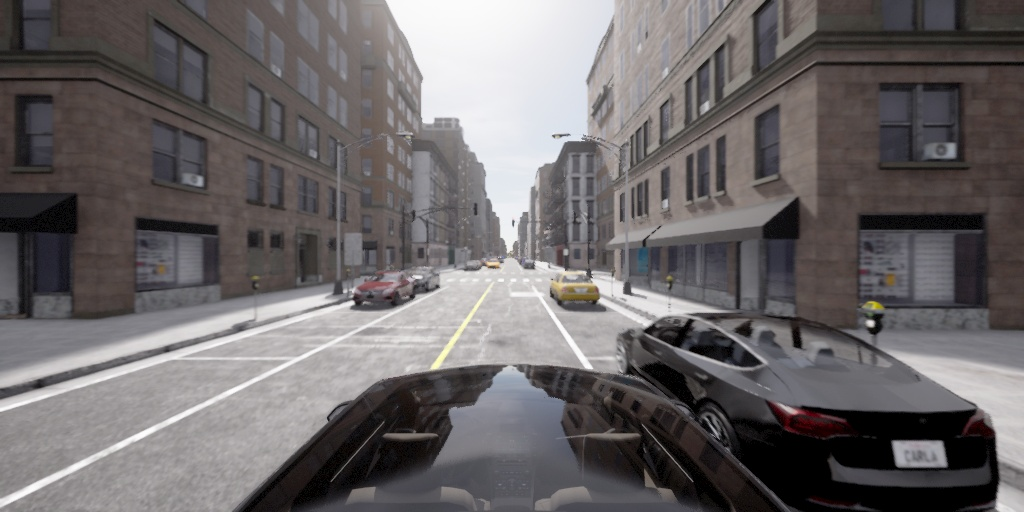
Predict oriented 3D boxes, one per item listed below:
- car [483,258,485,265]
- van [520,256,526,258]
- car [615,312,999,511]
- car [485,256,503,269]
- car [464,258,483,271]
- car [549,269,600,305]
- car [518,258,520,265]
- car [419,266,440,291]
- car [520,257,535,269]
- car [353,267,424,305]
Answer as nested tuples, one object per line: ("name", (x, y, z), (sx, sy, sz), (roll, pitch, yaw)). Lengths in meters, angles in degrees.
("car", (-5.457, 1.241, 53.545), (1.751, 1.417, 4.829), (0, 0, 0))
("van", (2.571, 1.052, 59.132), (1.690, 1.789, 3.998), (0, 0, 0))
("car", (2.635, 1.314, 4.401), (1.948, 1.339, 4.313), (0, 0, 0))
("car", (-2.813, 1.234, 54.150), (1.882, 1.535, 5.008), (0, 1, 0))
("car", (-5.446, 1.270, 48.309), (2.007, 1.370, 4.403), (0, 0, 0))
("car", (2.621, 1.268, 15.933), (1.751, 1.417, 4.829), (0, 0, 0))
("car", (2.566, 1.289, 64.539), (1.802, 1.307, 4.207), (0, 0, 0))
("car", (-5.411, 1.289, 21.433), (2.007, 1.370, 4.403), (0, 0, 0))
("car", (2.577, 1.266, 53.726), (2.007, 1.370, 4.403), (0, 0, 0))
("car", (-5.404, 1.325, 15.752), (1.802, 1.307, 4.207), (0, 0, 0))
